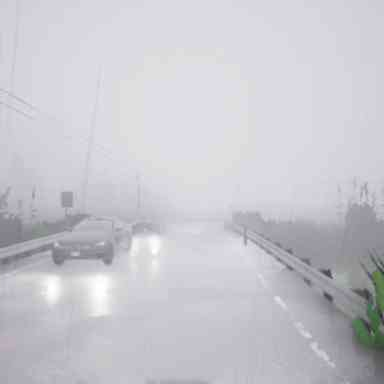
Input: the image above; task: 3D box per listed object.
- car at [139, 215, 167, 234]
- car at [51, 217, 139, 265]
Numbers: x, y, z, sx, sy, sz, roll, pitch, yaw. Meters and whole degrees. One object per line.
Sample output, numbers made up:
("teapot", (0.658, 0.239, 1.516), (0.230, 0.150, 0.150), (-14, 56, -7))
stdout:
("car", (-3.000, 2.330, 24.186), (1.895, 1.301, 4.718), (-1, -4, 3))
("car", (-3.432, 1.662, 12.298), (1.812, 1.442, 4.674), (-1, -2, 2))
